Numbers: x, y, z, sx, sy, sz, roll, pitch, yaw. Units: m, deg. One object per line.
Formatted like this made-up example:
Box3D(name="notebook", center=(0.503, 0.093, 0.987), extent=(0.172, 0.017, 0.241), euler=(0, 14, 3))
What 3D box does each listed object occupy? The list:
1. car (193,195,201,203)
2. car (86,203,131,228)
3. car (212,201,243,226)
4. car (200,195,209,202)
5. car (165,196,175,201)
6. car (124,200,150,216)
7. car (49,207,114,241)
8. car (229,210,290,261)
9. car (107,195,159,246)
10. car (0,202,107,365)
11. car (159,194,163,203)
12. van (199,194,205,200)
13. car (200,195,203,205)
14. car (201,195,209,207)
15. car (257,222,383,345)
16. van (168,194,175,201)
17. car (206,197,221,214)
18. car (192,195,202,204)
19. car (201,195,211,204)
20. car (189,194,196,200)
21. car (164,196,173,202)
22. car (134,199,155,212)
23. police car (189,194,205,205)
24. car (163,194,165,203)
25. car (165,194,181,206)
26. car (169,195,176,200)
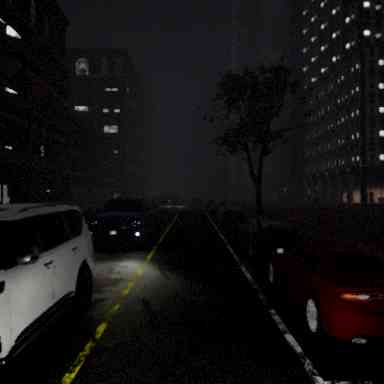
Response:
Box3D(name="car", center=(1.016, 1.526, 74.466), extent=(1.801, 1.575, 5.366), euler=(0, 0, 0))
Box3D(name="car", center=(-5.644, 1.566, 23.184), extent=(2.008, 1.369, 4.403), euler=(1, 0, 0))
Box3D(name="car", center=(2.736, 1.569, 23.169), extent=(2.008, 1.369, 4.403), euler=(1, 0, 0))
Box3D(name="car", center=(2.826, 1.516, 78.866), extent=(1.967, 1.590, 4.097), euler=(1, 0, 0))
Box3D(name="car", center=(-5.547, 1.631, 84.449), extent=(2.008, 1.369, 4.403), euler=(1, 0, 0))
Box3D(name="car", center=(-5.627, 1.591, 34.323), extent=(1.947, 1.339, 4.313), euler=(1, 0, 0))
Box3D(name="car", center=(-5.653, 1.577, 17.614), extent=(1.947, 1.339, 4.313), euler=(1, 0, 0))
Box3D(name="car", center=(2.719, 1.560, 12.030), extent=(2.008, 1.369, 4.403), euler=(1, 0, 0))
Box3D(name="car", center=(-3.065, 1.232, 15.784), extent=(2.150, 2.045, 5.566), euler=(0, 0, 0))
Box3D(name="car", center=(-3.095, 1.225, 4.864), extent=(2.150, 2.045, 5.566), euler=(0, 0, 0))
Box3D(name="car", center=(-5.605, 1.351, 45.463), extent=(2.192, 1.841, 5.009), euler=(1, 0, 0))
Box3D(name="van", center=(2.854, 1.438, 95.575), extent=(1.690, 1.788, 3.998), euler=(1, 0, 0))
Box3D(name="car", center=(2.789, 1.602, 56.586), extent=(2.008, 1.369, 4.403), euler=(1, 0, 0))
Box3D(name="car", center=(2.780, 1.596, 51.018), extent=(2.008, 1.369, 4.403), euler=(1, 0, 0))
Box3D(name="car", center=(2.710, 1.550, 6.460), extent=(1.887, 1.381, 4.507), euler=(1, 0, 0))
Box3D(name="van", center=(-5.535, 1.428, 90.020), extent=(1.690, 1.788, 3.998), euler=(1, 0, 0))
Box3D(name="car", center=(2.754, 1.554, 34.479), extent=(1.752, 1.417, 4.829), euler=(1, 0, 0))
Box3D(name="car", center=(0.987, 1.520, 68.466), extent=(1.801, 1.575, 5.366), euler=(0, 0, 0))
Box3D(name="car", center=(2.808, 1.503, 67.726), extent=(1.967, 1.590, 4.097), euler=(1, 0, 0))
Box3D(name="car", center=(0.145, 1.317, 92.443), extent=(2.097, 1.767, 4.553), euler=(0, 0, 0))
Box3D(name="car", center=(-5.556, 1.639, 78.880), extent=(1.947, 1.339, 4.313), euler=(1, 0, 0))
Box3D(name="car", center=(-5.617, 1.556, 39.722), extent=(1.752, 1.417, 4.829), euler=(1, 0, 0))
Box3D(name="police car", center=(0.775, 1.477, 58.373), extent=(1.930, 1.638, 5.238), euler=(0, 0, -2))
Box3D(name="car", center=(-5.578, 1.369, 62.171), extent=(2.192, 1.841, 5.009), euler=(1, 0, 0))
Box3D(name="car", center=(-2.974, 1.401, 56.190), extent=(2.097, 1.767, 4.553), euler=(0, 0, 0))
Box3D(name="car", center=(-5.529, 1.638, 95.422), extent=(1.752, 1.417, 4.829), euler=(1, 0, 0))
